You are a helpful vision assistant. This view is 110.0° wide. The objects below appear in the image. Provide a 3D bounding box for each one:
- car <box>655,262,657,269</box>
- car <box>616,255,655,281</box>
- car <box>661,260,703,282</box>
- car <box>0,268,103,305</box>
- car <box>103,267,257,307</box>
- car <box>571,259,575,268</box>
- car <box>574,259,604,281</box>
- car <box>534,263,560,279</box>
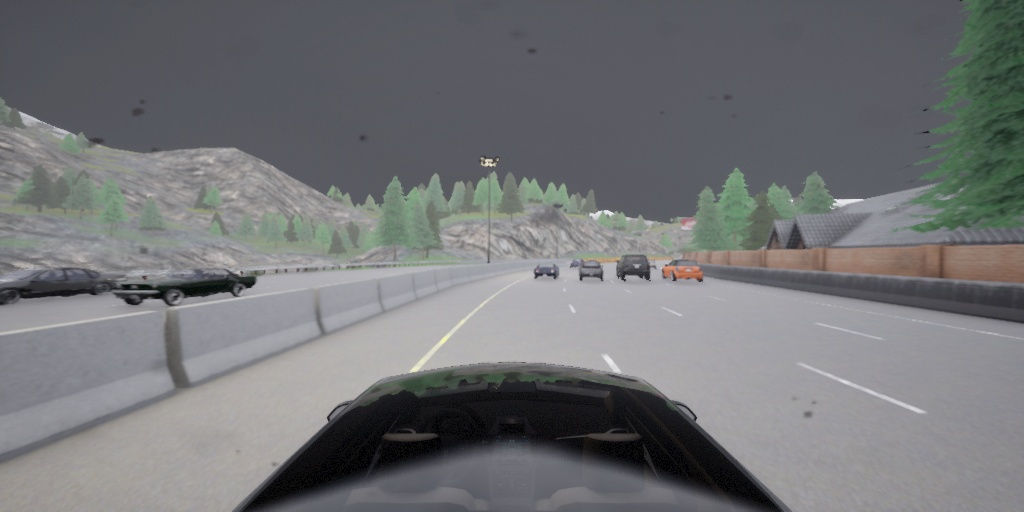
[{"bbox_3d":[20.567,1.247,53.552,1.895,1.301,4.718,0,0,22],"label":"car"},{"bbox_3d":[9.875,0.910,29.390,2.150,2.045,5.566,0,0,12],"label":"car"},{"bbox_3d":[13.274,1.060,28.214,2.097,1.767,4.553,0,0,11],"label":"car"},{"bbox_3d":[-20.396,1.221,15.730,2.033,1.411,5.357,0,0,5],"label":"car"},{"bbox_3d":[-13.424,1.164,15.108,1.895,1.301,4.718,0,0,5],"label":"car"},{"bbox_3d":[10.497,1.123,56.500,1.812,1.442,4.674,0,0,21],"label":"car"},{"bbox_3d":[6.368,1.170,29.200,2.128,1.511,4.902,0,0,10],"label":"car"},{"bbox_3d":[3.125,1.258,31.316,1.895,1.301,4.718,0,0,11],"label":"car"}]
